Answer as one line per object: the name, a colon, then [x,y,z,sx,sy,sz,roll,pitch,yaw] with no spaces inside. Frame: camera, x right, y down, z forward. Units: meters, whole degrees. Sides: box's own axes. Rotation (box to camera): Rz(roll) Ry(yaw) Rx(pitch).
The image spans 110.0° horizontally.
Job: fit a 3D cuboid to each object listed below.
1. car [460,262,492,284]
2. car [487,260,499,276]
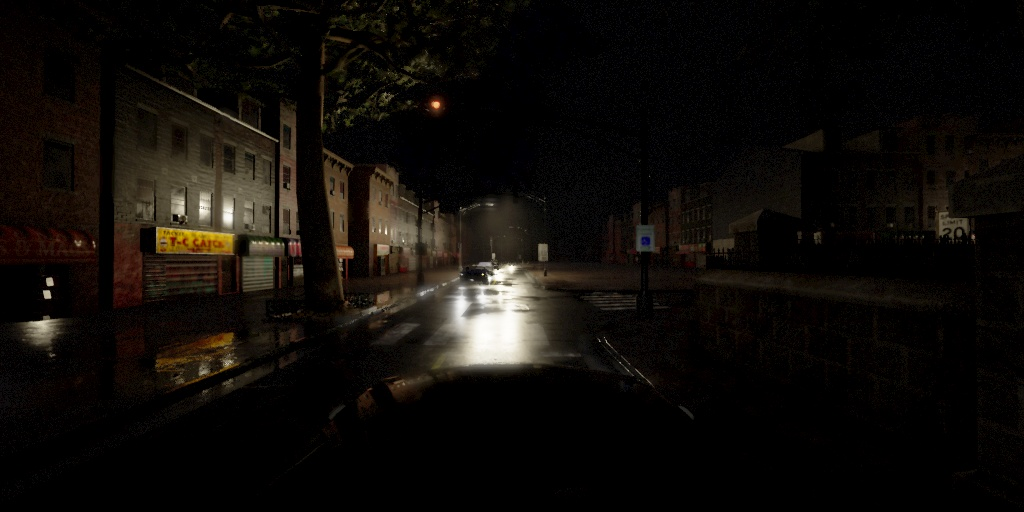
car: [-2.773,1.361,26.882,1.895,1.301,4.718,0,0,-1]
car: [-2.788,1.317,37.373,2.033,1.411,5.357,0,0,0]
